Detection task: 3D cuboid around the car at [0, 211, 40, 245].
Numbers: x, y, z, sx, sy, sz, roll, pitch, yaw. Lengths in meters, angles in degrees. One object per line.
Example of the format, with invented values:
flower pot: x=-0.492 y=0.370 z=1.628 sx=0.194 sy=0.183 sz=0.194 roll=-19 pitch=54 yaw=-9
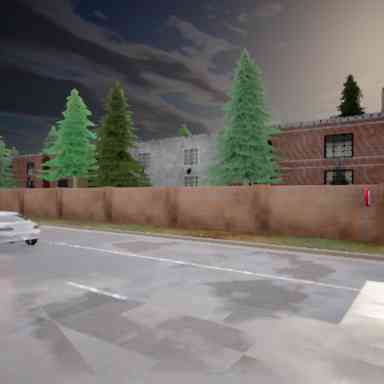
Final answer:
car: x=-8.269 y=1.530 z=14.066 sx=4.674 sy=1.442 sz=1.812 roll=0 pitch=0 yaw=36
